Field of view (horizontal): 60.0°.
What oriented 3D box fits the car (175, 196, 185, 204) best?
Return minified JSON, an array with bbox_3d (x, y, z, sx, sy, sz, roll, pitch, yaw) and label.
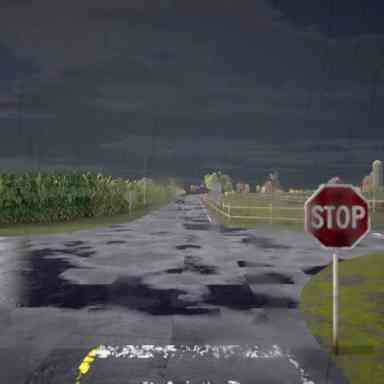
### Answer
[{"bbox_3d":[-2.343,1.570,65.458,2.033,1.411,5.357,0,0,0],"label":"car"}]
